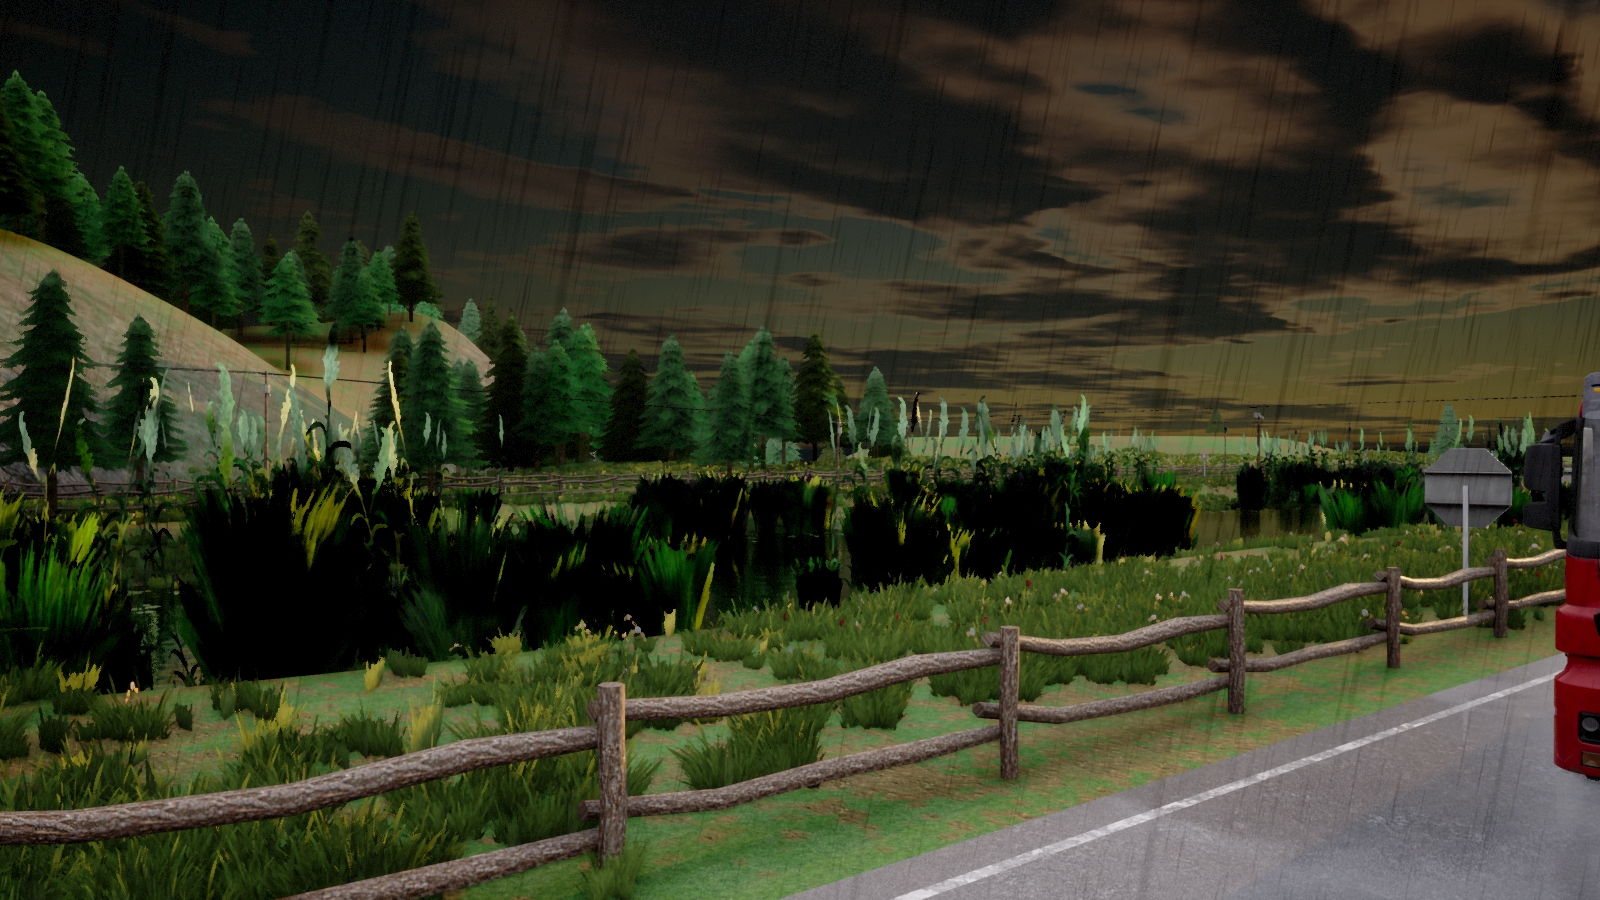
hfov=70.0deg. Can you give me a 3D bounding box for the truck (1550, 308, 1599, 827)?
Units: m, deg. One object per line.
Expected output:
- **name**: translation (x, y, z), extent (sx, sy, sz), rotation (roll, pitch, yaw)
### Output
- **truck**: translation (9.482, 0.862, 10.938), extent (2.891, 3.827, 8.468), rotation (0, 0, 40)

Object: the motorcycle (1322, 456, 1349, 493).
- **motorcycle**: translation (34.910, 1.577, 74.485), extent (2.033, 2.348, 0.803), rotation (0, 0, -39)
